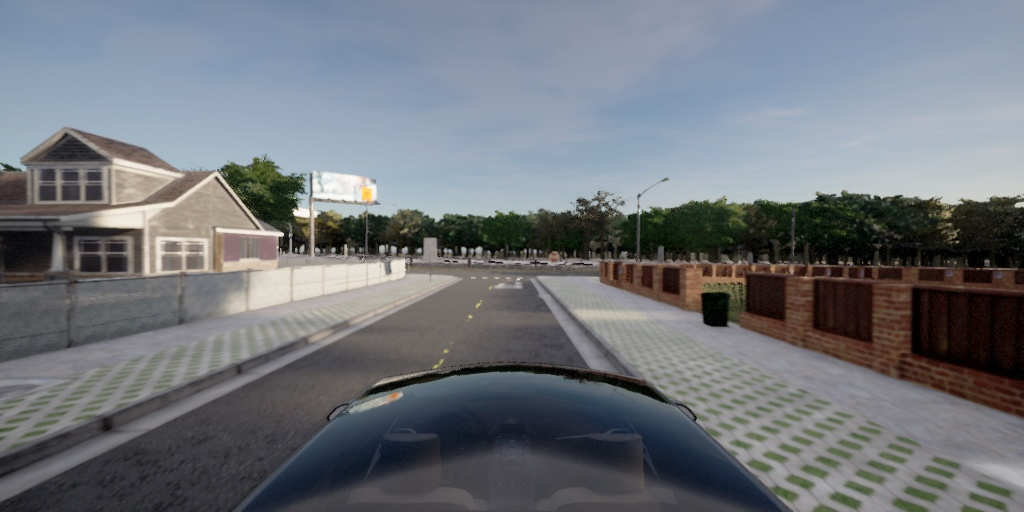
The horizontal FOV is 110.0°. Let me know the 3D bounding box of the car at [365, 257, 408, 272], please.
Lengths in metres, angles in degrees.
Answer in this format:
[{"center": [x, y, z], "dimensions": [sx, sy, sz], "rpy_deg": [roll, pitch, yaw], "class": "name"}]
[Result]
[{"center": [-13.113, 0.859, 36.833], "dimensions": [4.553, 1.767, 2.097], "rpy_deg": [1, 1, 0], "class": "car"}]
